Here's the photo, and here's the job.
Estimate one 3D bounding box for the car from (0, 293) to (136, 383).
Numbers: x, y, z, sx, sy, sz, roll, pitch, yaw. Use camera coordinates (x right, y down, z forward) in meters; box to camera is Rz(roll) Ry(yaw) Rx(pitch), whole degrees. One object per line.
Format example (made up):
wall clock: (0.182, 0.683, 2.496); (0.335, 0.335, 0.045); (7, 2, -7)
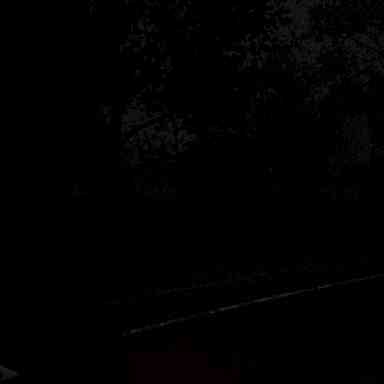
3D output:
car: (-2.711, 1.501, 1.827); (4.902, 1.511, 2.128); (0, 0, -36)
